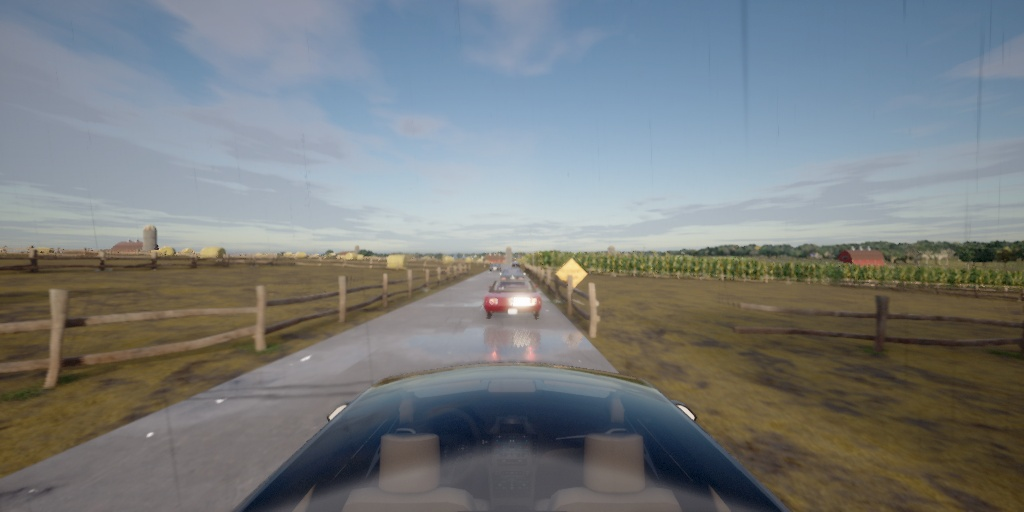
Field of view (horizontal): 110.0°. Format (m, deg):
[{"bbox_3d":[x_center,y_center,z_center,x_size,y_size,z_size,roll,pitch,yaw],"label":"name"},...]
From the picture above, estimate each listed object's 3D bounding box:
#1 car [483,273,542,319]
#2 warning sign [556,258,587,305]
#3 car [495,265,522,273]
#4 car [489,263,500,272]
[{"bbox_3d":[0.044,1.494,13.526,1.895,1.301,4.718,0,-1,1],"label":"car"},{"bbox_3d":[2.455,1.027,14.957,1.300,1.860,1.060,0,0,0],"label":"warning sign"},{"bbox_3d":[0.035,1.611,26.968,2.033,1.411,5.357,0,-1,0],"label":"car"},{"bbox_3d":[-2.771,1.905,60.520,2.128,1.511,4.902,0,0,1],"label":"car"}]
